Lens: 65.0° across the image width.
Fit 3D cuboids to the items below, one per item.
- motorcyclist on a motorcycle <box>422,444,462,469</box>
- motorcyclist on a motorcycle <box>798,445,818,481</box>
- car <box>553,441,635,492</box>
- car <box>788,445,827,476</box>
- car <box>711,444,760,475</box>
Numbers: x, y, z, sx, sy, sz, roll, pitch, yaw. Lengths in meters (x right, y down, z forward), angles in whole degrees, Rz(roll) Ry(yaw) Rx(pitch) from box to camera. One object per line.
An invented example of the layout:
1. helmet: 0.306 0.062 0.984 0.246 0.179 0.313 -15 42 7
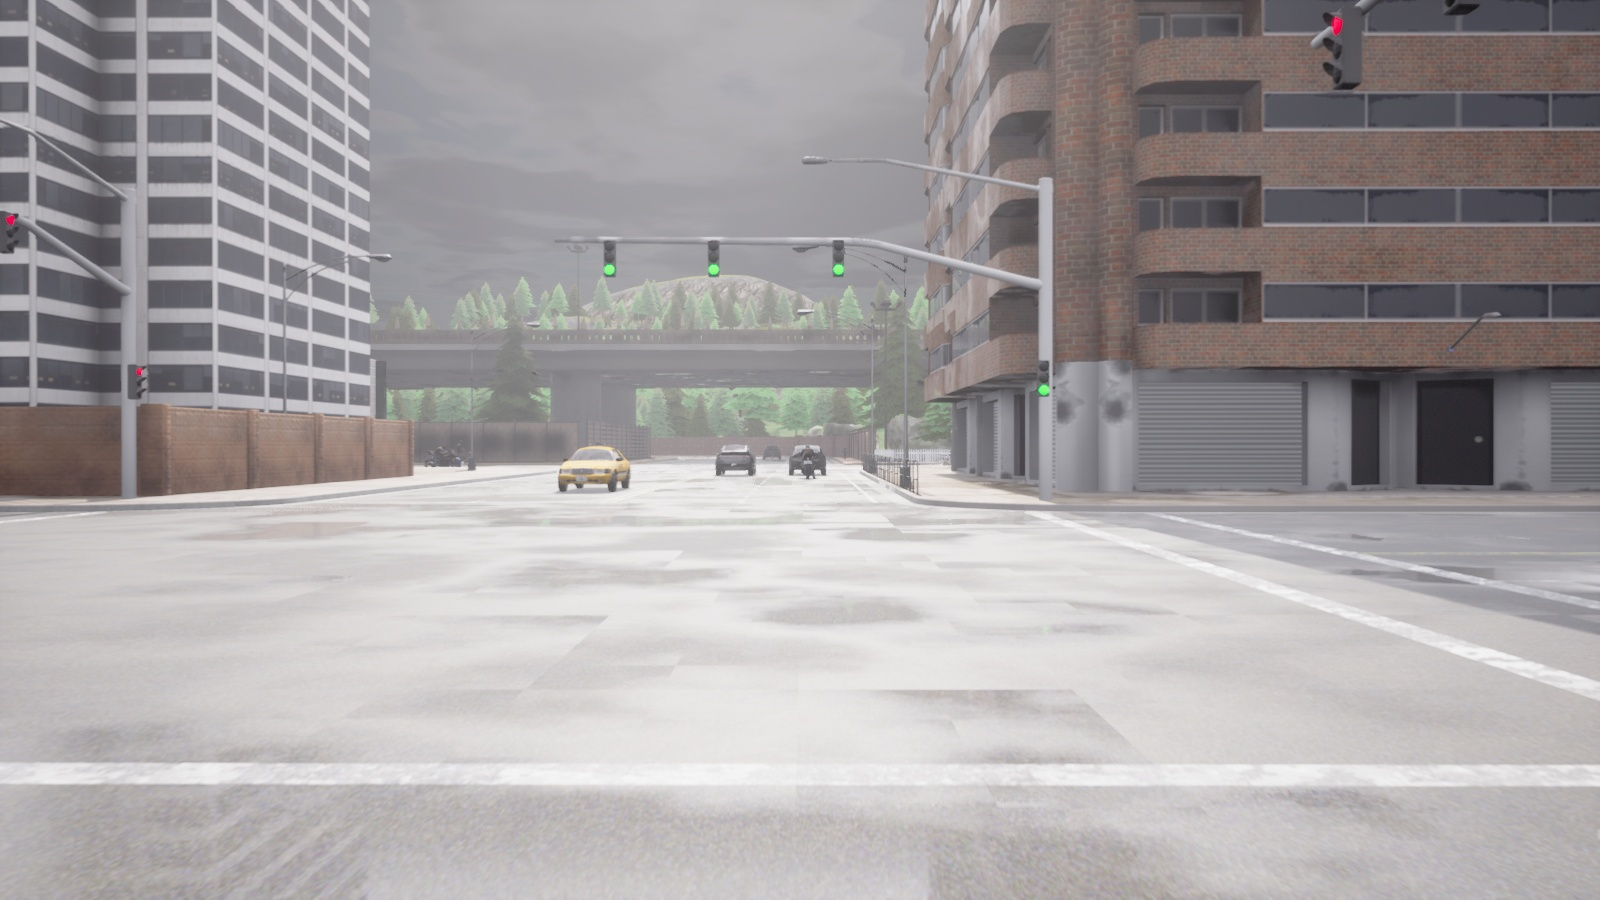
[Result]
1. motorcyclist on a motorcycle: -21.543 0.398 75.625 2.191 1.530 0.866 0 0 0
2. motorcyclist on a motorcycle: 0.340 0.554 55.485 0.866 1.530 2.191 0 0 0
3. car: -6.750 0.509 41.669 1.801 1.575 5.366 0 0 0
4. car: 0.371 0.493 62.997 1.837 1.490 4.892 0 0 0
5. car: -3.134 0.445 62.129 2.128 1.511 4.902 0 0 0
